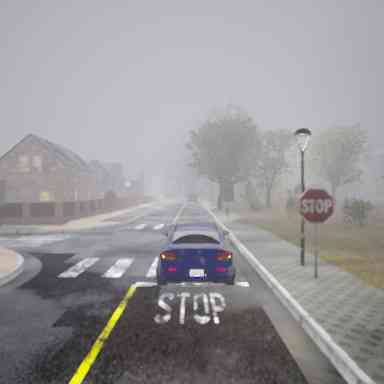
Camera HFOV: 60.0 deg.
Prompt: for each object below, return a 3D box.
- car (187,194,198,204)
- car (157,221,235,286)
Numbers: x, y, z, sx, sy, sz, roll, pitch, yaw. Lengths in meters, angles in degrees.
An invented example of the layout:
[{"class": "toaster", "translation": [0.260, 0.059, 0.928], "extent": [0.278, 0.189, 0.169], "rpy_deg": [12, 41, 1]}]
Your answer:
[{"class": "car", "translation": [0.074, 1.348, 69.518], "extent": [2.150, 2.045, 5.566], "rpy_deg": [0, 0, 0]}, {"class": "car", "translation": [0.100, 1.526, 9.269], "extent": [1.812, 1.442, 4.674], "rpy_deg": [0, 0, 0]}]
